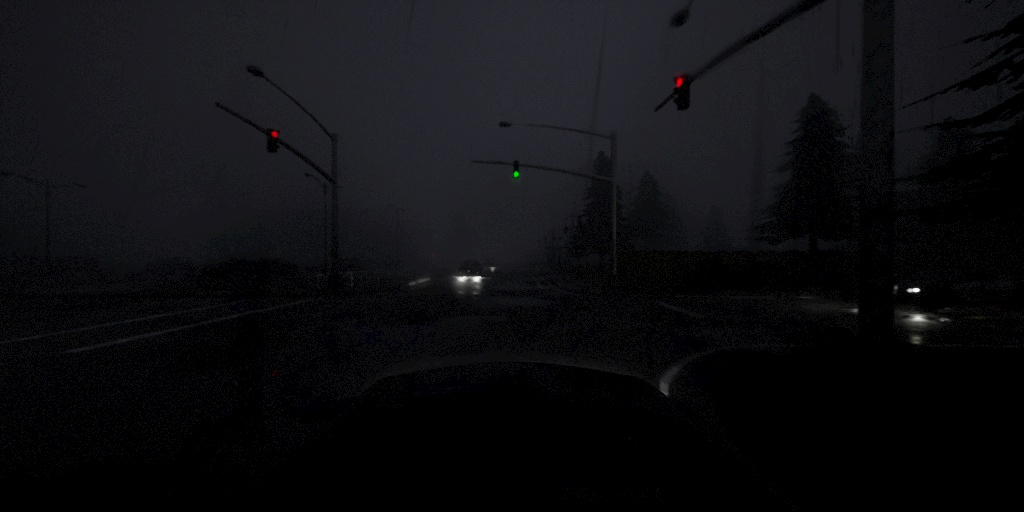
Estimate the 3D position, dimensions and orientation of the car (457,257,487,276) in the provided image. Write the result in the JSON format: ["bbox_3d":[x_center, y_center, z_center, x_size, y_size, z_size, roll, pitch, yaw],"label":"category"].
[{"bbox_3d":[-3.615,1.065,31.964,1.994,1.385,4.181,0,0,0],"label":"car"}]

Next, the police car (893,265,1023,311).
[{"bbox_3d":[16.094,1.154,13.341,4.974,1.542,2.038,0,0,-2],"label":"police car"}]

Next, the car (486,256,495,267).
[{"bbox_3d":[-3.559,0.798,53.814,1.882,1.535,5.008,0,0,0],"label":"car"}]
